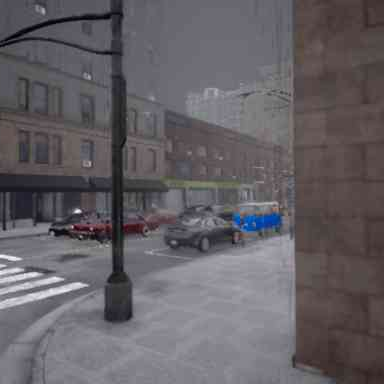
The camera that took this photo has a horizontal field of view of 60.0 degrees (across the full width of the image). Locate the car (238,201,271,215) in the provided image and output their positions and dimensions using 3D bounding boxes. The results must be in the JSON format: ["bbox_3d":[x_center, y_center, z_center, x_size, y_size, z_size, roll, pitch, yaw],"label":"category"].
[{"bbox_3d":[7.163,1.787,37.553,2.008,1.369,4.403,-1,0,35],"label":"car"}]

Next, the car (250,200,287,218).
[{"bbox_3d":[7.947,1.686,34.248,1.882,1.535,5.008,-1,0,36],"label":"car"}]

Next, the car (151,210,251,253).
[{"bbox_3d":[0.571,1.681,14.368,2.008,1.369,4.403,-1,0,35],"label":"car"}]

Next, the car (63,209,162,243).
[{"bbox_3d":[-3.976,1.786,17.442,1.895,1.301,4.718,-1,0,35],"label":"car"}]

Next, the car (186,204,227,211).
[{"bbox_3d":[1.934,1.702,25.781,1.837,1.490,4.892,-1,0,36],"label":"car"}]

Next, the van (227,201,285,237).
[{"bbox_3d":[3.855,1.479,19.006,1.690,1.788,3.998,-1,0,35],"label":"van"}]

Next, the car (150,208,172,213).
[{"bbox_3d":[-2.691,1.800,23.643,1.802,1.307,4.206,-1,0,35],"label":"car"}]

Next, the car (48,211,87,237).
[{"bbox_3d":[-5.977,1.777,19.007,1.947,1.339,4.313,-1,-1,35],"label":"car"}]
